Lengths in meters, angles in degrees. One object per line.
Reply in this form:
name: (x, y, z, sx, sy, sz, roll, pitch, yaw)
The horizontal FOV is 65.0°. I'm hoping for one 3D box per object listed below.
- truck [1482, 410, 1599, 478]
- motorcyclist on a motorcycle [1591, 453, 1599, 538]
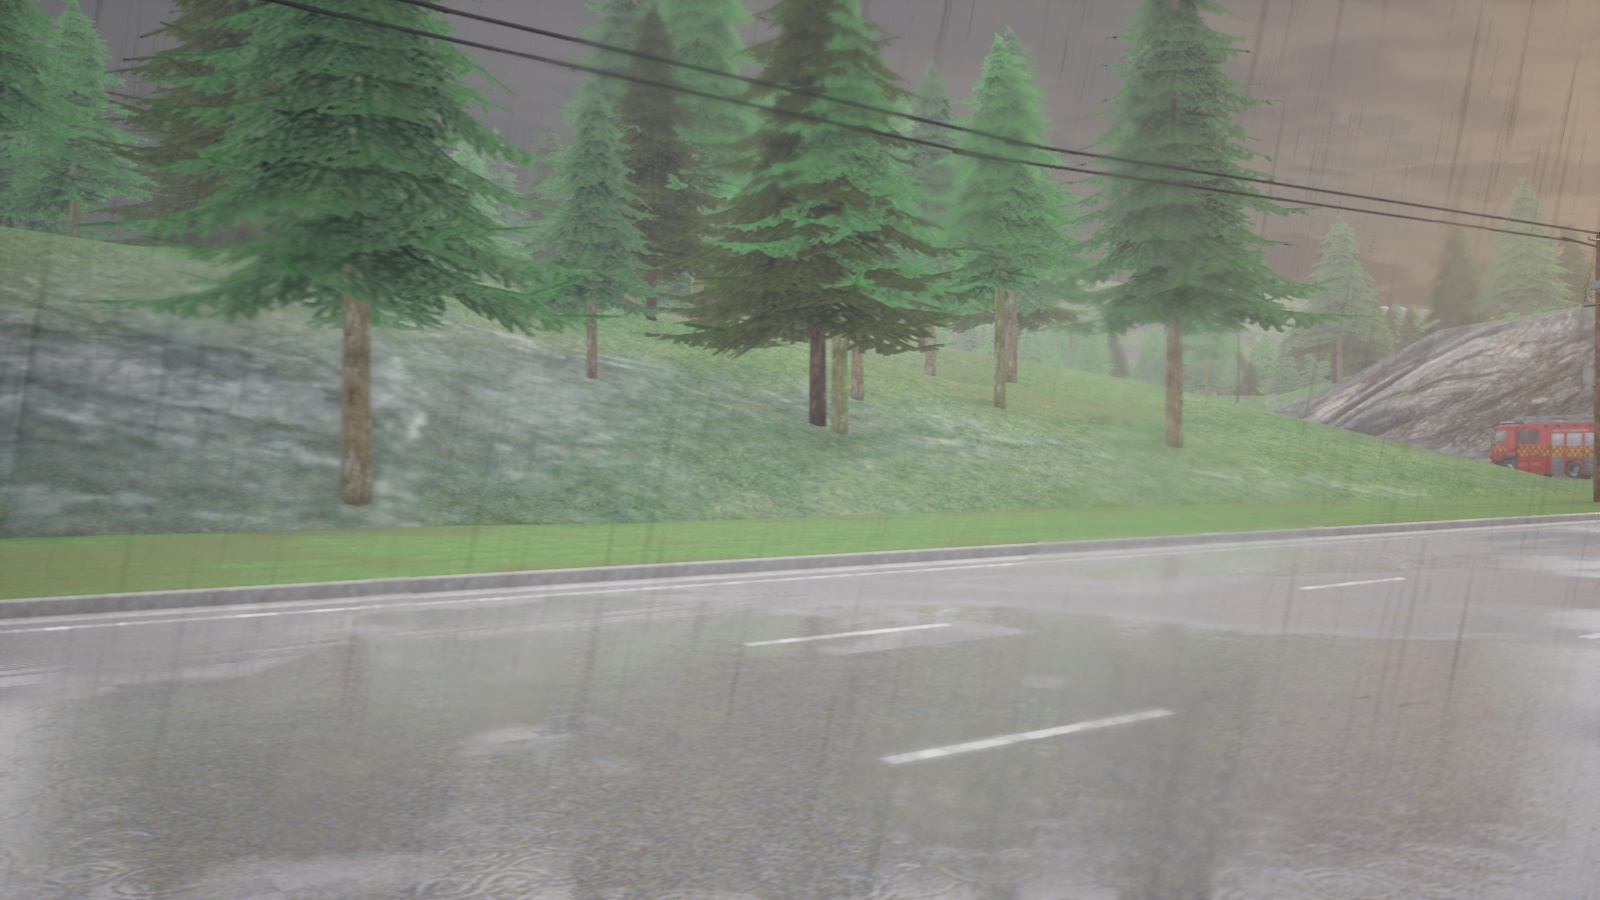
truck: (45.095, -0.307, 74.963, 2.891, 3.827, 8.468, 0, 0, -12)
motorcyclist on a motorcycle: (15.408, 0.811, 22.912, 2.191, 1.530, 0.866, 0, 0, -35)
